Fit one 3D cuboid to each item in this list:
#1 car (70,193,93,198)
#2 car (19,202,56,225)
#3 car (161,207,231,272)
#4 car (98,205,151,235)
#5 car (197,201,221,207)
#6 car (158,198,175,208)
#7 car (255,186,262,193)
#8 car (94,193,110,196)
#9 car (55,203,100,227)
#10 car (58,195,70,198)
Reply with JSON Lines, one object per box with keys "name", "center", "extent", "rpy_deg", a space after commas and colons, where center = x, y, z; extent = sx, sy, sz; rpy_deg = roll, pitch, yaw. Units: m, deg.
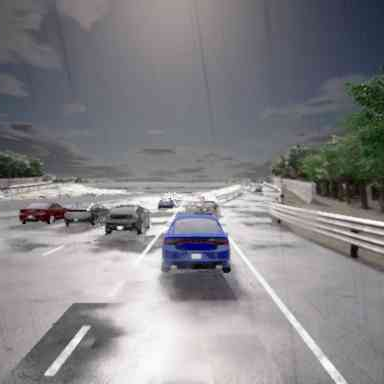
{"name": "car", "center": [-21.016, 1.321, 63.714], "extent": [1.837, 1.490, 4.892], "rpy_deg": [0, 0, 0]}
{"name": "car", "center": [-10.352, 1.424, 23.773], "extent": [1.882, 1.535, 5.008], "rpy_deg": [0, 0, 0]}
{"name": "car", "center": [0.122, 1.453, 10.798], "extent": [1.882, 1.535, 5.008], "rpy_deg": [0, 0, 0]}
{"name": "car", "center": [-3.466, 1.465, 18.470], "extent": [1.837, 1.490, 4.892], "rpy_deg": [0, 0, 0]}
{"name": "car", "center": [1.481, 1.487, 29.408], "extent": [2.033, 1.411, 5.357], "rpy_deg": [0, 0, 10]}
{"name": "car", "center": [-3.443, 1.466, 44.984], "extent": [1.994, 1.385, 4.181], "rpy_deg": [0, 0, 0]}
{"name": "car", "center": [17.849, -0.505, 89.305], "extent": [1.837, 1.490, 4.892], "rpy_deg": [0, 3, 11]}
{"name": "car", "center": [-21.120, 1.200, 79.539], "extent": [2.128, 1.511, 4.902], "rpy_deg": [0, 1, 0]}
{"name": "car", "center": [-6.856, 1.442, 22.095], "extent": [2.128, 1.511, 4.902], "rpy_deg": [0, 0, 0]}
{"name": "car", "center": [-24.511, 1.344, 63.652], "extent": [1.812, 1.442, 4.674], "rpy_deg": [0, 0, 0]}
